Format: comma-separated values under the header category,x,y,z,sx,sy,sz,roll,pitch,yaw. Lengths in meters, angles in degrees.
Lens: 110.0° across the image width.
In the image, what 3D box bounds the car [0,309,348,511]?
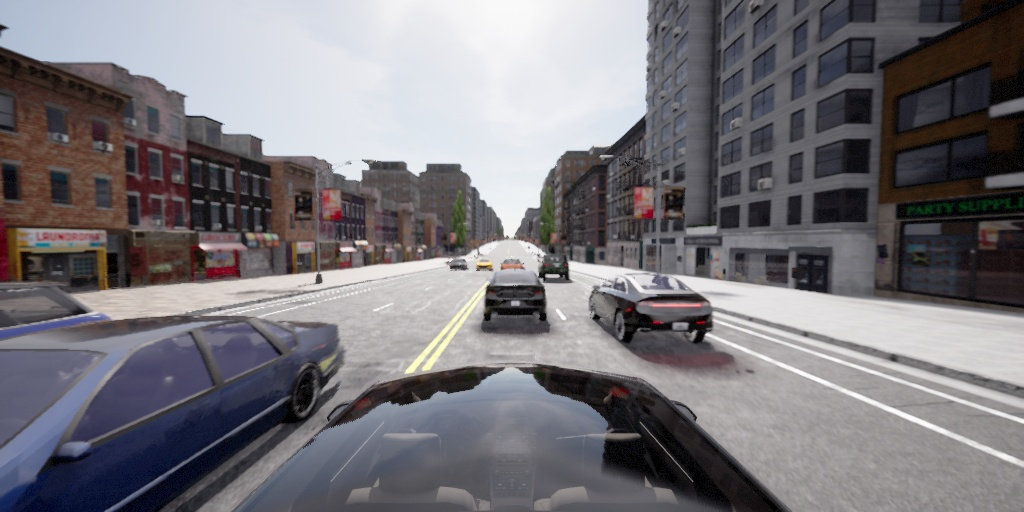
category,x,y,z,sx,sy,sz,roll,pitch,yaw
car,-3.349,1.290,2.983,2.033,1.411,5.357,0,0,0

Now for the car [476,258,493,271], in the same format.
category,x,y,z,sx,sy,sz,roll,pitch,yaw
car,-3.347,1.021,44.205,1.882,1.535,5.008,0,0,0

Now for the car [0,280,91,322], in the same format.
category,x,y,z,sx,sy,sz,roll,pitch,yaw
car,-6.598,1.093,3.185,2.097,1.767,4.553,0,0,0

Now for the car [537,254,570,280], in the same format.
category,x,y,z,sx,sy,sz,roll,pitch,yaw
car,3.341,0.839,29.386,2.150,2.045,5.566,0,0,0

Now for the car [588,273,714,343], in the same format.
category,x,y,z,sx,sy,sz,roll,pitch,yaw
car,3.346,1.196,9.549,2.128,1.511,4.902,0,0,0

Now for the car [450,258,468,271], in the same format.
category,x,y,z,sx,sy,sz,roll,pitch,yaw
car,-6.596,1.045,44.981,1.837,1.490,4.892,0,0,0

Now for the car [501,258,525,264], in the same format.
category,x,y,z,sx,sy,sz,roll,pitch,yaw
car,0.062,0.966,31.435,2.097,1.767,4.553,0,1,3

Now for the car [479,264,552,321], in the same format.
category,x,y,z,sx,sy,sz,roll,pitch,yaw
car,0.097,1.175,12.334,1.882,1.535,5.008,0,-1,0
